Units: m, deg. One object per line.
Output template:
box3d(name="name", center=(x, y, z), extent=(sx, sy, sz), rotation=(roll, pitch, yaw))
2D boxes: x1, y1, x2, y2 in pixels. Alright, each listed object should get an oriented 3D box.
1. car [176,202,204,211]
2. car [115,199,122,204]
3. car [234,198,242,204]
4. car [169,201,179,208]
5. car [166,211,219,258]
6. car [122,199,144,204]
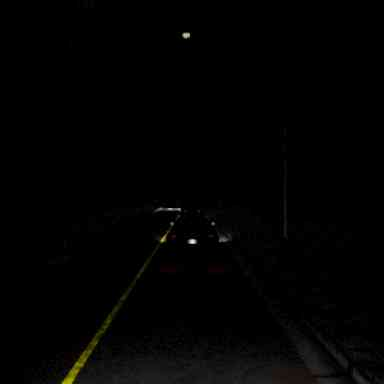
box3d(name="car", center=(0.026, 1.784, 28.513), extent=(2.128, 1.511, 4.902), rotation=(0, 0, 0))
box3d(name="car", center=(-20.603, 2.455, 87.084), extent=(4.829, 1.417, 1.752), rotation=(0, -1, 0))
box3d(name="car", center=(11.909, 2.171, 78.358), extent=(4.097, 1.590, 1.967), rotation=(0, -1, 0))
box3d(name="car", center=(-3.045, 2.196, 59.486), extent=(1.895, 1.301, 4.718), rotation=(0, -1, 1))
box3d(name="car", center=(0.024, 1.704, 13.486), extent=(1.994, 1.385, 4.181), rotation=(0, 0, 0))
box3d(name="car", center=(-15.001, 2.440, 87.049), extent=(4.829, 1.417, 1.752), rotation=(0, -1, 0))
